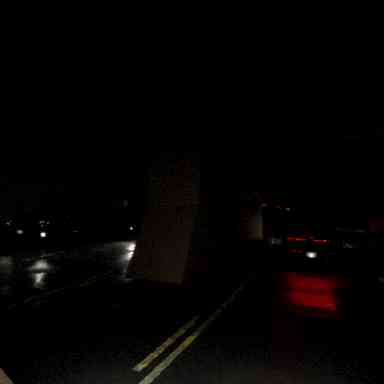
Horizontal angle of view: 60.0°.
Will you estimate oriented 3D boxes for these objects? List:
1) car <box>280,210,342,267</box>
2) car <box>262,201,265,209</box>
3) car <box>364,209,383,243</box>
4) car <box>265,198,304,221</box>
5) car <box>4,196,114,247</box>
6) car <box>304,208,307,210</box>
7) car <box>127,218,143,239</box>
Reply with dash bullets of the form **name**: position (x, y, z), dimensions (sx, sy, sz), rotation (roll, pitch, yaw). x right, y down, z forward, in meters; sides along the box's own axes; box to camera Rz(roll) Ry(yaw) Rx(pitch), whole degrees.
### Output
- **car**: position (4.356, 1.659, 12.277), dimensions (1.837, 1.490, 4.892), rotation (1, 0, 18)
- **car**: position (10.721, 2.012, 56.063), dimensions (1.882, 1.535, 5.008), rotation (1, 0, -21)
- **car**: position (10.699, 1.652, 17.509), dimensions (2.097, 1.767, 4.553), rotation (1, 0, 14)
- **car**: position (8.446, 1.561, 30.760), dimensions (2.150, 2.045, 5.566), rotation (1, 0, 7)
- **car**: position (-5.783, 1.210, 15.417), dimensions (2.150, 2.045, 5.566), rotation (1, 0, 18)
- **car**: position (12.505, 2.078, 41.275), dimensions (1.895, 1.301, 4.718), rotation (1, 0, -2)
- **car**: position (-1.429, 1.629, 17.659), dimensions (2.033, 1.411, 5.357), rotation (1, 0, 16)
